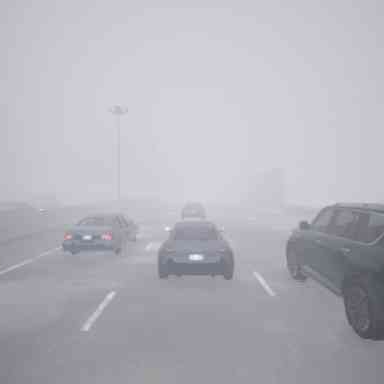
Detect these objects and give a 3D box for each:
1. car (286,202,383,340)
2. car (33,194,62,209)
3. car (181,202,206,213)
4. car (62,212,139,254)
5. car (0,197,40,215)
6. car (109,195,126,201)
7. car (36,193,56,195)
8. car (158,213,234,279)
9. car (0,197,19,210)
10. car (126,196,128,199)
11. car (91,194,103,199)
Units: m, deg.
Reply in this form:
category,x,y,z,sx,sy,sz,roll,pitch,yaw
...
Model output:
category,x,y,z,sx,sy,sz,roll,pitch,yaw
car,3.602,1.206,6.636,2.150,2.045,5.566,0,0,0
car,-17.577,1.396,40.825,2.128,1.511,4.902,0,0,0
car,0.109,1.499,28.027,1.994,1.385,4.181,0,0,0
car,-3.397,1.516,13.293,2.033,1.411,5.357,0,0,0
car,-14.092,1.418,25.846,1.882,1.535,5.008,0,0,0
car,-14.003,1.384,61.330,1.812,1.442,4.674,0,1,0
car,-21.058,1.111,47.386,2.150,2.045,5.566,0,0,1
car,0.103,1.540,10.024,1.994,1.385,4.181,0,0,0
car,-24.575,1.449,42.640,2.033,1.411,5.357,0,0,0
car,-17.135,1.359,81.541,1.994,1.385,4.181,0,0,1
car,-24.070,1.169,84.307,1.895,1.301,4.718,0,0,1
